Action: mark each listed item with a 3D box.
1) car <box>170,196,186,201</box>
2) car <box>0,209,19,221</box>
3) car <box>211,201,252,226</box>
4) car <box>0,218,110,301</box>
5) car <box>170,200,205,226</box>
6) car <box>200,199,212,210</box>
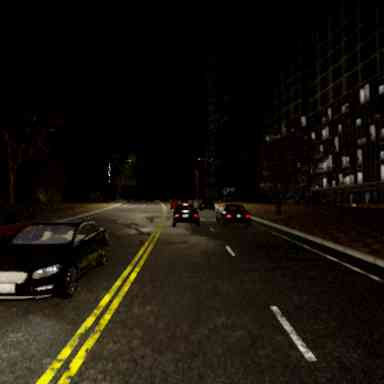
[{"bbox_3d":[-1.605,1.394,40.958,2.097,1.767,4.553,0,0,-5],"label":"car"},{"bbox_3d":[-6.722,1.352,9.909,2.097,1.767,4.553,0,0,-1],"label":"car"},{"bbox_3d":[2.799,1.563,23.282,2.033,1.411,5.357,0,0,-3],"label":"car"},{"bbox_3d":[-3.443,1.493,8.497,2.128,1.511,4.902,0,0,-1],"label":"car"},{"bbox_3d":[-0.465,1.559,23.532,2.033,1.411,5.357,0,0,-3],"label":"car"},{"bbox_3d":[1.694,1.597,40.672,2.033,1.411,5.357,0,0,-5],"label":"car"}]
